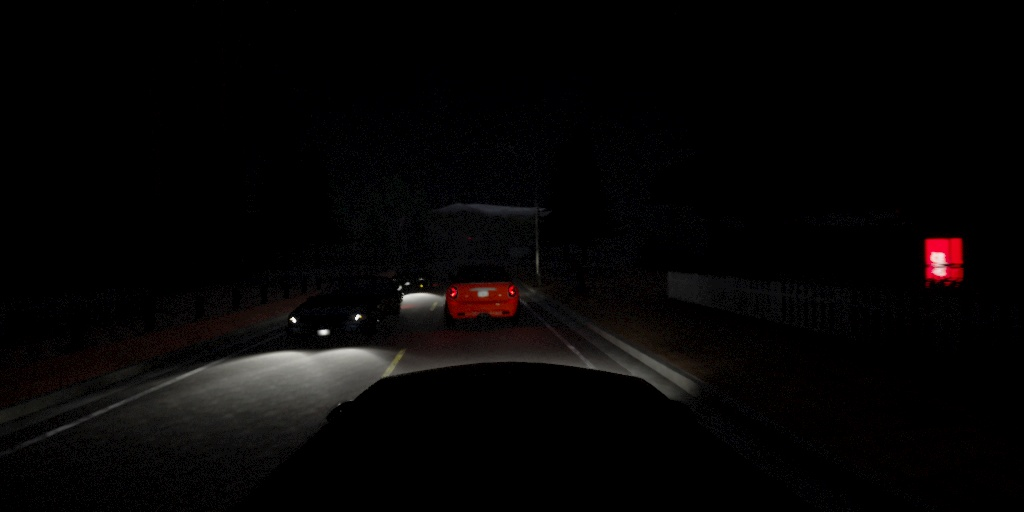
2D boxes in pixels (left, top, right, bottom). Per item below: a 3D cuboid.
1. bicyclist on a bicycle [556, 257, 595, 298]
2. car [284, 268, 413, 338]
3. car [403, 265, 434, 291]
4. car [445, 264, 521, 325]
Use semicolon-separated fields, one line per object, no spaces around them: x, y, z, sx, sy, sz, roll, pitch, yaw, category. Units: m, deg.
2.559;0.870;14.489;1.656;1.620;0.582;-2;1;-7;bicyclist on a bicycle
-4.519;1.303;10.655;2.033;1.411;5.357;-1;1;-7;car
-5.664;1.245;20.632;1.994;1.385;4.181;-1;1;-7;car
-0.994;1.022;11.756;2.097;1.767;4.553;-1;1;-6;car
